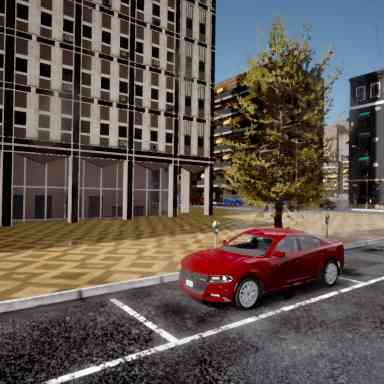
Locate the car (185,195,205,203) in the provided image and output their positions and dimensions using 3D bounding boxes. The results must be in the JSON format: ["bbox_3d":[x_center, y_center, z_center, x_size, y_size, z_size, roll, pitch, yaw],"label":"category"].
[{"bbox_3d":[0.545,1.385,66.958,1.967,1.590,4.097,1,-1,-36],"label":"car"}]

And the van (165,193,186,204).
[{"bbox_3d":[-2.953,1.142,57.489,1.690,1.788,3.998,2,-1,-36],"label":"van"}]

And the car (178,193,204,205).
[{"bbox_3d":[0.342,1.130,52.923,2.192,1.841,5.009,2,-1,-36],"label":"car"}]

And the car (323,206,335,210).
[{"bbox_3d":[17.015,1.585,44.123,1.947,1.339,4.313,2,-1,-36],"label":"car"}]

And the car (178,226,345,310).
[{"bbox_3d":[1.780,1.547,7.834,4.507,1.381,1.887,0,1,-36],"label":"car"}]

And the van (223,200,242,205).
[{"bbox_3d":[7.136,1.314,57.825,1.690,1.788,3.998,2,-1,-36],"label":"van"}]
